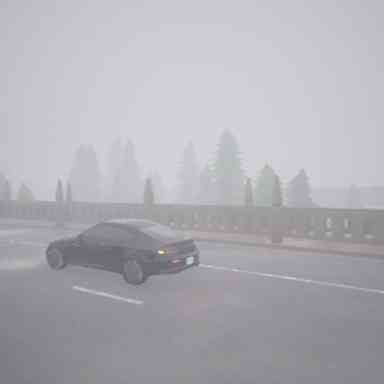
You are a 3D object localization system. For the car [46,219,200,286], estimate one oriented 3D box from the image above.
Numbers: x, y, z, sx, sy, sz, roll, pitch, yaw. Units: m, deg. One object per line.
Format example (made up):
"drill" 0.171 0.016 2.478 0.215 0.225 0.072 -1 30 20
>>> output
"car" -2.009 1.473 9.206 4.674 1.442 1.812 0 0 31
